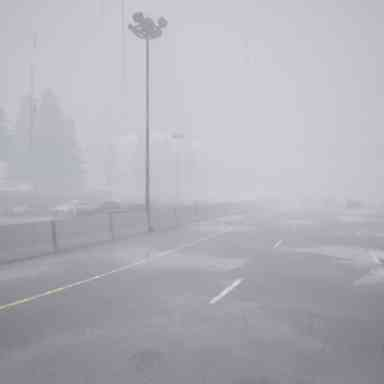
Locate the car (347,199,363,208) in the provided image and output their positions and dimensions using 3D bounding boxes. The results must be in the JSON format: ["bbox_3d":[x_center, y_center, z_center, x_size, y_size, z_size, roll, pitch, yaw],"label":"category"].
[{"bbox_3d":[22.850,1.598,46.823,1.895,1.301,4.718,0,0,23],"label":"car"}]

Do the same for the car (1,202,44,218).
[{"bbox_3d":[-14.515,1.600,29.976,1.895,1.301,4.718,0,0,23],"label":"car"}]

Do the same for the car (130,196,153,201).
[{"bbox_3d":[-5.775,1.350,41.869,2.097,1.767,4.553,0,0,23],"label":"car"}]

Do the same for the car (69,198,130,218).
[{"bbox_3d":[-7.674,1.477,28.181,1.882,1.535,5.008,0,0,23],"label":"car"}]

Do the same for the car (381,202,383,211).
[{"bbox_3d":[23.078,1.500,38.120,1.837,1.490,4.892,0,-1,23],"label":"car"}]

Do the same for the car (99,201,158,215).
[{"bbox_3d":[-4.808,1.600,25.973,1.895,1.301,4.718,0,0,23],"label":"car"}]

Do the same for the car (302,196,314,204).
[{"bbox_3d":[21.370,1.498,61.386,1.837,1.490,4.892,0,-1,23],"label":"car"}]

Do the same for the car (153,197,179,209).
[{"bbox_3d":[-2.533,1.524,40.546,1.812,1.442,4.674,0,0,23],"label":"car"}]

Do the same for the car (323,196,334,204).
[{"bbox_3d":[26.631,1.474,64.931,1.882,1.535,5.008,0,0,23],"label":"car"}]

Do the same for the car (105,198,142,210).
[{"bbox_3d":[-8.867,1.546,43.540,2.033,1.411,5.357,0,0,23],"label":"car"}]

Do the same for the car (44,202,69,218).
[{"bbox_3d":[-10.628,1.525,30.183,1.812,1.442,4.674,0,0,23],"label":"car"}]

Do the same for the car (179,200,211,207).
[{"bbox_3d":[0.577,1.600,38.916,1.895,1.301,4.718,0,0,23],"label":"car"}]
